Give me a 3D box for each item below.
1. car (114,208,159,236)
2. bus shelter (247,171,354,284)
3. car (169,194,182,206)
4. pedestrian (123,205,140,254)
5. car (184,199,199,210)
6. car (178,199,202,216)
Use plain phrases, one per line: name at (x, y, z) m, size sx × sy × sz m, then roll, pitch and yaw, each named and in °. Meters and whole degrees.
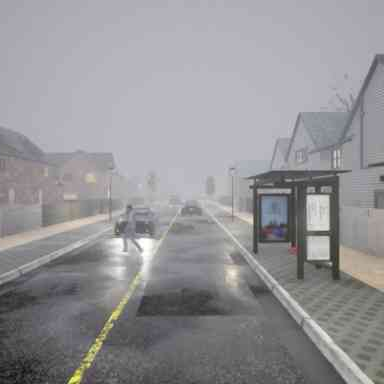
car at (-2.918, 1.576, 18.241) m, size 1.994 × 1.385 × 4.181 m, roll 0°, pitch 0°, yaw 0°
bus shelter at (2.967, 0.877, 10.046) m, size 1.920 × 2.740 × 3.880 m, roll 0°, pitch 0°, yaw 0°
car at (-3.041, 1.441, 61.601) m, size 2.150 × 2.045 × 5.566 m, roll 0°, pitch 0°, yaw 0°
pedestrian at (-2.194, 1.298, 12.129) m, size 0.375 × 1.860 × 0.375 m, roll 0°, pitch 0°, yaw -4°
car at (-0.076, 1.672, 46.221) m, size 2.033 × 1.411 × 5.357 m, roll 0°, pitch 0°, yaw 0°
car at (-0.040, 1.628, 33.419) m, size 1.994 × 1.385 × 4.181 m, roll 0°, pitch 0°, yaw 0°
